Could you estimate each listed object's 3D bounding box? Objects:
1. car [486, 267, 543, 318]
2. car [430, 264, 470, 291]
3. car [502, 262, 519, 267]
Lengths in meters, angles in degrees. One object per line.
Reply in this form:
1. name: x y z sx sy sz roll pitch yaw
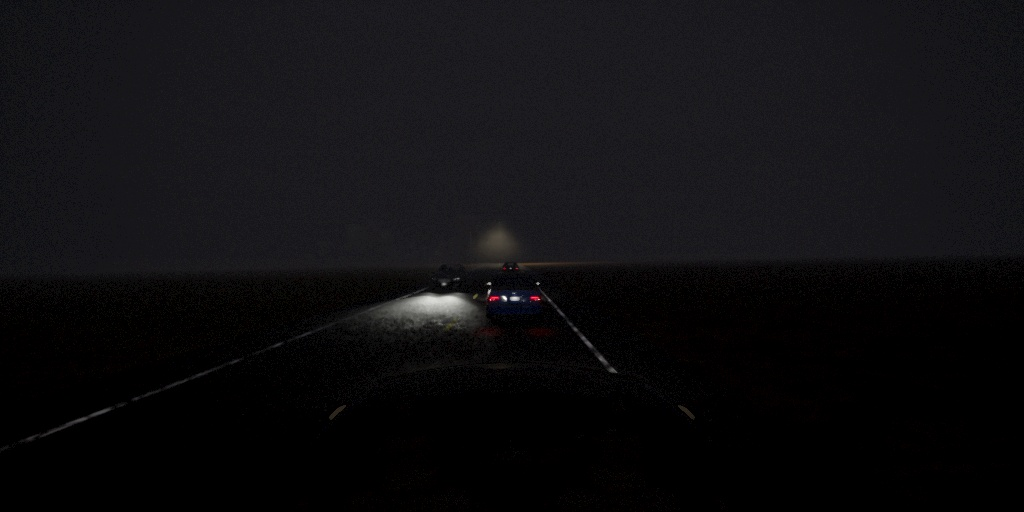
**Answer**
1. car: 0.069 1.301 13.018 2.033 1.411 5.357 0 0 0
2. car: -3.685 1.249 21.814 2.128 1.511 4.902 0 0 0
3. car: -0.169 1.320 39.134 2.033 1.411 5.357 0 0 -1
